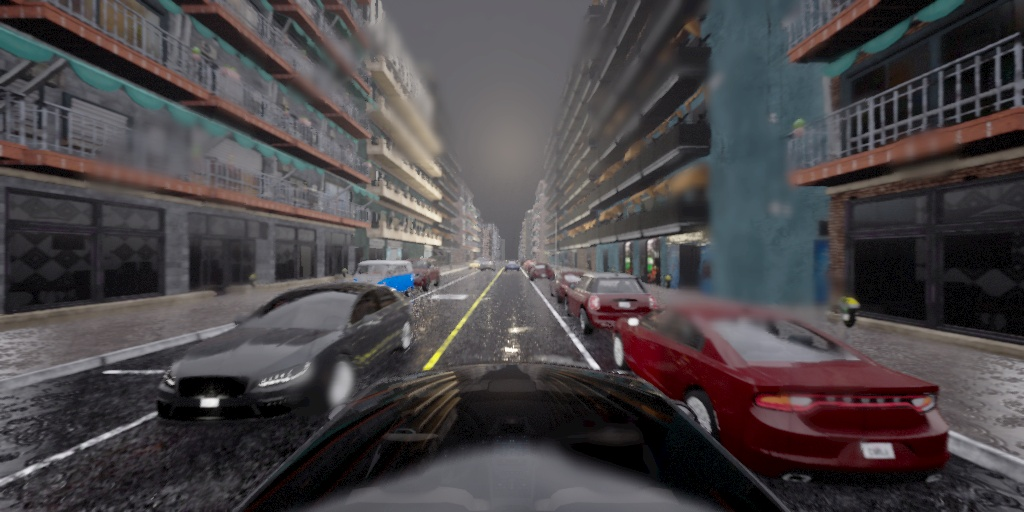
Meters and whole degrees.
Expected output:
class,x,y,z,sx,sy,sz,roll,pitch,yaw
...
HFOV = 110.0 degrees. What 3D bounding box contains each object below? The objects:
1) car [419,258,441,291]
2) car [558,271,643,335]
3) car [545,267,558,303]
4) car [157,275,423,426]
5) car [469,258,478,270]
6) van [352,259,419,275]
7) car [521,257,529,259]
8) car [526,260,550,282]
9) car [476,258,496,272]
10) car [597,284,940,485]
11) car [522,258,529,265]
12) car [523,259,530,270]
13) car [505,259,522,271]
class,x,y,z,sx,sy,sz,roll,pitch,yaw
car,-5.688,1.072,21.869,2.192,1.841,5.009,0,0,0
car,2.691,1.189,10.525,1.967,1.591,4.097,0,0,0
car,2.692,1.332,16.188,1.802,1.307,4.207,0,0,0
car,-3.100,1.253,6.104,1.837,1.490,4.892,0,0,0
car,-5.685,1.347,55.671,1.751,1.417,4.829,0,0,0
van,-5.689,1.091,16.210,1.690,1.789,3.998,0,0,0
car,2.695,1.347,55.987,1.751,1.417,4.829,0,0,0
car,2.355,1.295,29.136,1.812,1.442,4.674,0,0,0
car,-3.078,1.349,46.613,2.033,1.411,5.357,0,0,0
car,2.691,1.294,4.865,1.888,1.381,4.507,0,0,0
car,2.695,1.354,50.159,1.888,1.381,4.507,0,0,0
car,2.694,1.343,44.494,1.888,1.381,4.507,0,0,0
car,0.028,1.371,49.614,1.994,1.385,4.181,0,0,0
